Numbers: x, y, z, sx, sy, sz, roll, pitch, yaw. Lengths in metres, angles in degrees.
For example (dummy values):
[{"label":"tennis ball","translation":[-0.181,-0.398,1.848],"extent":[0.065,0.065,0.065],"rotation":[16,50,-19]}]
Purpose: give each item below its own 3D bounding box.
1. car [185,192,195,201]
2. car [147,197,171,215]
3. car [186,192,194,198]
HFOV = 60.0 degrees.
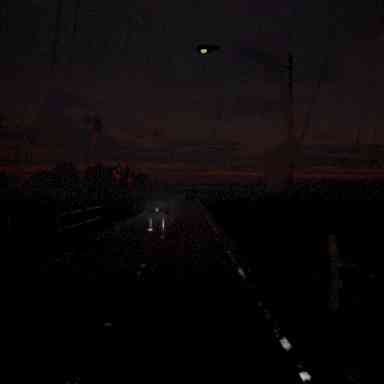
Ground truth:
[{"label":"car","translation":[-0.408,0.950,66.110],"extent":[2.033,1.411,5.357],"rotation":[0,0,0]},{"label":"car","translation":[-2.938,1.209,30.307],"extent":[2.128,1.511,4.902],"rotation":[0,0,0]},{"label":"car","translation":[-0.473,0.676,76.533],"extent":[1.812,1.442,4.674],"rotation":[0,0,0]}]
